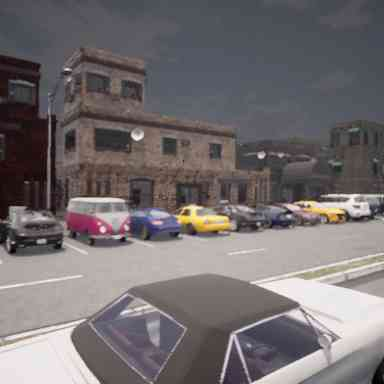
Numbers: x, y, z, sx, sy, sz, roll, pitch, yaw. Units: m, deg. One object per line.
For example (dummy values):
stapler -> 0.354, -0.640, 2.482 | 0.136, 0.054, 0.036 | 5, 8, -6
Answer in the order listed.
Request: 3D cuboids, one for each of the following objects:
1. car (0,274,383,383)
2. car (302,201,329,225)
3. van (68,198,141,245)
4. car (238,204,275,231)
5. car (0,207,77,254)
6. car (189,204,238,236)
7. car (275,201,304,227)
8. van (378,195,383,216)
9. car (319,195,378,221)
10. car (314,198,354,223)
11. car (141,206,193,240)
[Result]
car -> 0.463, 1.595, 3.461 | 4.718, 1.301, 1.895 | 0, 0, -35
car -> 6.726, 1.514, 23.387 | 2.002, 1.452, 4.674 | 0, 0, -36
van -> -4.324, 1.255, 15.353 | 1.878, 1.987, 4.442 | 0, 0, -35
car -> 2.243, 1.475, 20.176 | 2.231, 1.521, 4.892 | 0, 0, -36
car -> -6.734, 1.486, 13.770 | 2.231, 1.521, 4.892 | 0, 0, -36
car -> -0.112, 1.472, 18.731 | 1.946, 1.575, 5.366 | 0, 0, -36
car -> 4.467, 1.503, 21.808 | 2.163, 1.488, 4.792 | 0, 0, -36
van -> 13.393, 1.258, 28.286 | 1.878, 1.987, 4.442 | 0, 0, -36
car -> 11.200, 1.228, 26.611 | 2.435, 2.045, 5.566 | 0, 0, -36
car -> 8.970, 1.476, 24.992 | 2.097, 1.535, 5.008 | 0, 0, -36
car -> -2.247, 1.517, 16.976 | 2.002, 1.452, 4.674 | 0, 0, -36
